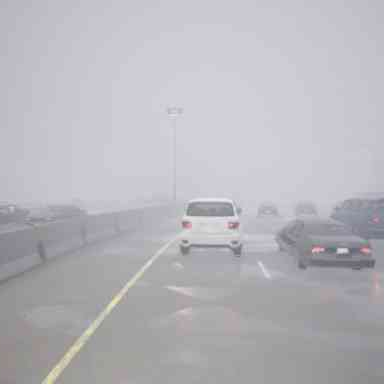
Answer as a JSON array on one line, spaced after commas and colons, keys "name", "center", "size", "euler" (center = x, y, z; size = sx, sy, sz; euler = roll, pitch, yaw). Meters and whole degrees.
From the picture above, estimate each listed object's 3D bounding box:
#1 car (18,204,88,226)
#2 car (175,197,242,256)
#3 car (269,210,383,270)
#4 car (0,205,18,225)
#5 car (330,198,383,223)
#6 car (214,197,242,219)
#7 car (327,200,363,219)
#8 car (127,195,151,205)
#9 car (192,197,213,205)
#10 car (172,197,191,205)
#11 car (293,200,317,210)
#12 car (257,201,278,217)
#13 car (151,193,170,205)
[{"name": "car", "center": [-8.900, 1.537, 22.435], "size": [2.033, 1.411, 5.357], "euler": [0, 0, 8]}, {"name": "car", "center": [0.825, 1.238, 13.360], "size": [2.150, 2.045, 5.566], "euler": [0, 0, 6]}, {"name": "car", "center": [4.103, 1.573, 11.121], "size": [2.033, 1.411, 5.357], "euler": [0, 0, 5]}, {"name": "car", "center": [-12.572, 1.523, 21.475], "size": [2.033, 1.411, 5.357], "euler": [0, 0, 7]}, {"name": "car", "center": [8.021, 1.265, 15.206], "size": [2.150, 2.045, 5.566], "euler": [0, 0, 6]}, {"name": "car", "center": [3.319, 1.394, 30.118], "size": [2.097, 1.767, 4.553], "euler": [0, 0, 11]}, {"name": "car", "center": [14.338, 1.574, 31.445], "size": [2.128, 1.511, 4.902], "euler": [0, 0, 13]}, {"name": "car", "center": [-9.893, 1.376, 60.633], "size": [2.097, 1.767, 4.553], "euler": [0, 0, 21]}, {"name": "car", "center": [1.997, 1.615, 62.182], "size": [2.033, 1.411, 5.357], "euler": [0, 0, 23]}, {"name": "car", "center": [-1.876, 1.655, 61.986], "size": [1.895, 1.301, 4.718], "euler": [0, 0, 22]}, {"name": "car", "center": [11.024, 1.550, 32.652], "size": [1.882, 1.535, 5.008], "euler": [0, 0, 13]}, {"name": "car", "center": [7.231, 1.583, 31.795], "size": [1.812, 1.442, 4.674], "euler": [0, 0, 12]}, {"name": "car", "center": [-5.970, 1.259, 61.185], "size": [2.150, 2.045, 5.566], "euler": [0, 0, 21]}]
